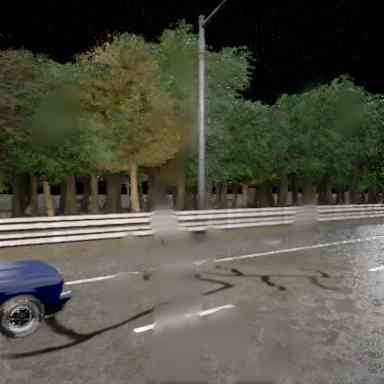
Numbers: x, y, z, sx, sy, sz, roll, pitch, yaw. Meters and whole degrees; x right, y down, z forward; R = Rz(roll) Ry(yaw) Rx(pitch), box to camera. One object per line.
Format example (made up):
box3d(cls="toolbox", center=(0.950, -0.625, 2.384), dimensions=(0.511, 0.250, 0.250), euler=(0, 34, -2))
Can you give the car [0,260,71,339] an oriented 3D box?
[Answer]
box3d(cls="car", center=(-4.365, 1.594, 4.905), dimensions=(4.718, 1.301, 1.895), euler=(0, 0, -36))
